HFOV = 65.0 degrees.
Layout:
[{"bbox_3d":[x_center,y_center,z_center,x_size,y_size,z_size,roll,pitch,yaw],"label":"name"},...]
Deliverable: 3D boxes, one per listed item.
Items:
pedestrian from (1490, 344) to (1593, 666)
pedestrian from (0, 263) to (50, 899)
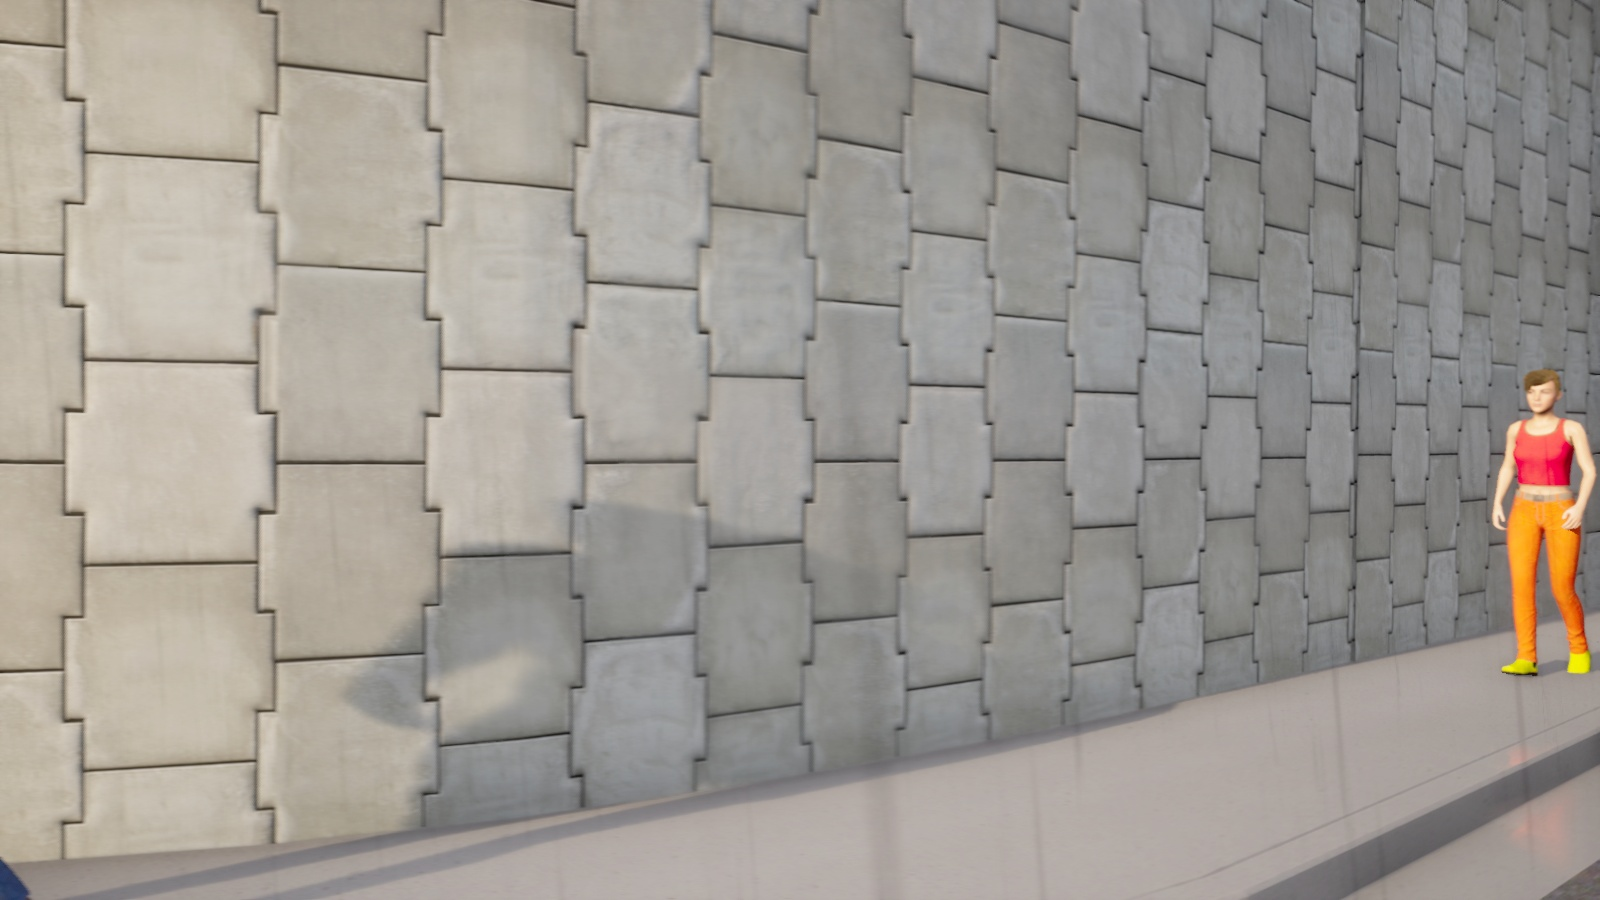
[{"bbox_3d":[4.422,0.308,7.480,0.594,1.836,0.345,-1,1,-40],"label":"pedestrian"},{"bbox_3d":[-2.393,0.443,3.215,0.706,1.836,0.354,-1,1,-9],"label":"pedestrian"}]
